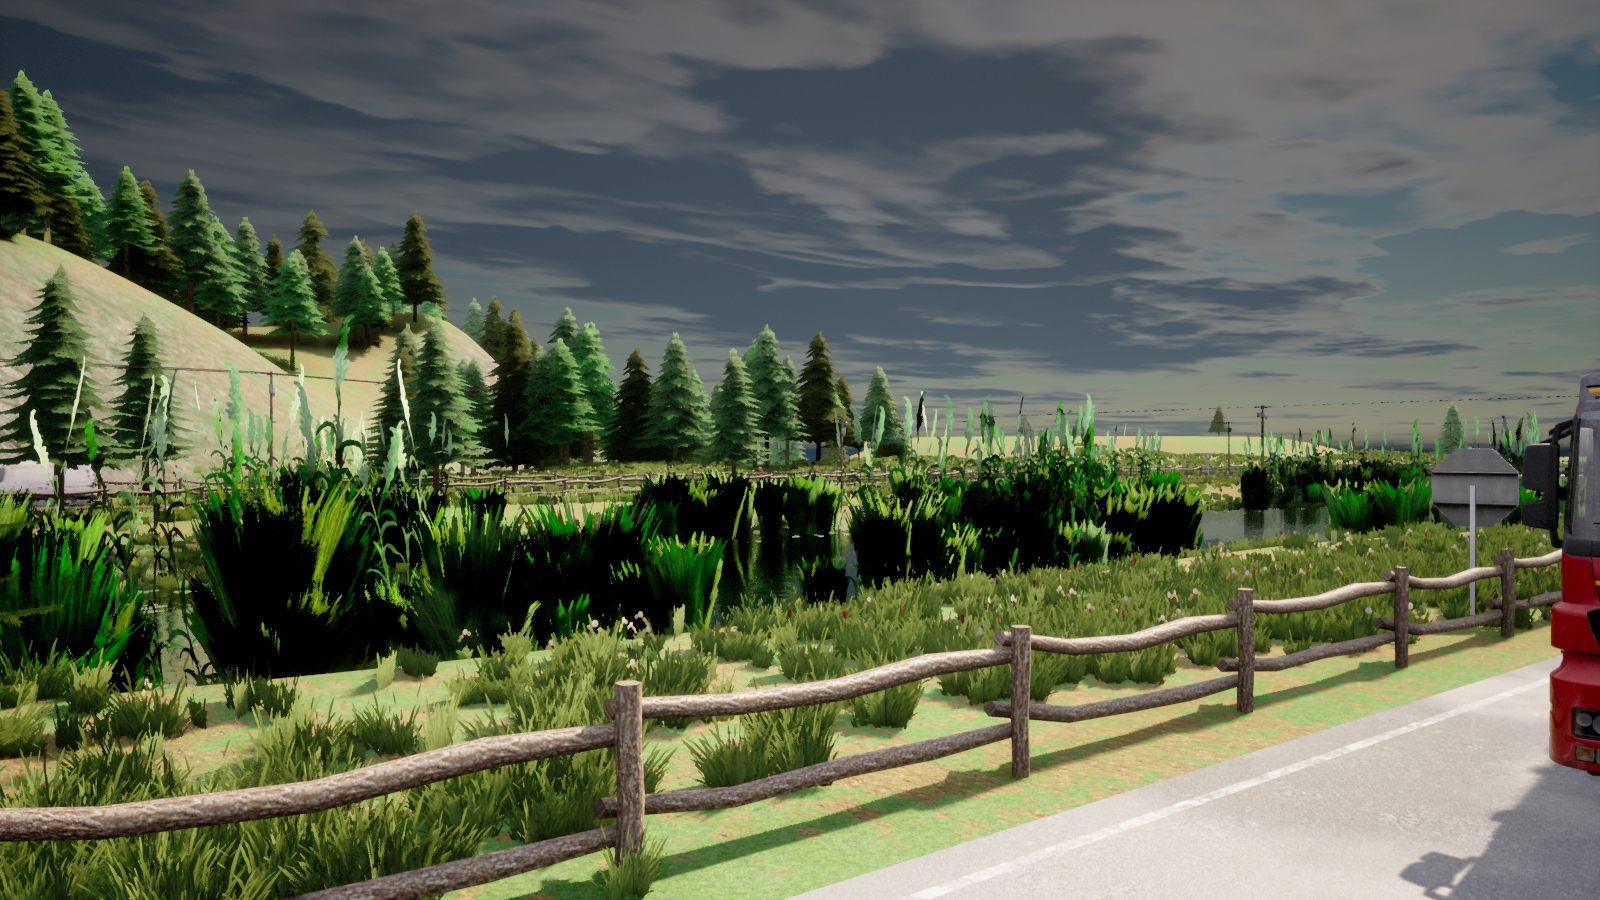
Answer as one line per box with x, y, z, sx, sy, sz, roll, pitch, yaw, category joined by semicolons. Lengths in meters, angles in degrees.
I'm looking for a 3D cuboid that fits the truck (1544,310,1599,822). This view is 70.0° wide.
9.605;0.862;10.980;2.891;3.827;8.468;0;0;42;truck

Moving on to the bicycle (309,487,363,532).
-15.944;2.038;39.278;1.643;1.496;0.373;0;0;-34;bicycle

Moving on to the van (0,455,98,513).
-35.625;1.535;51.991;1.988;2.561;5.915;0;0;42;van
